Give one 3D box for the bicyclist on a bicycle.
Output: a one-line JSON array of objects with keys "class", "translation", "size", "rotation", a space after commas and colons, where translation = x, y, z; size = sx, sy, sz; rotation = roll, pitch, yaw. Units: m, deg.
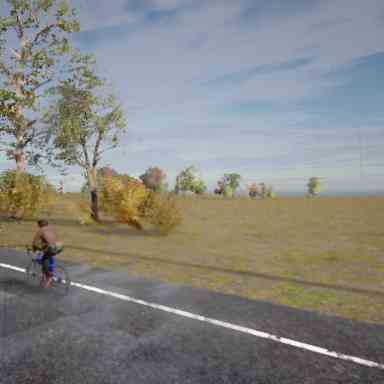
[{"class": "bicyclist on a bicycle", "translation": [-3.216, 1.435, 7.361], "size": [1.656, 1.620, 0.582], "rotation": [0, 0, 36]}]
